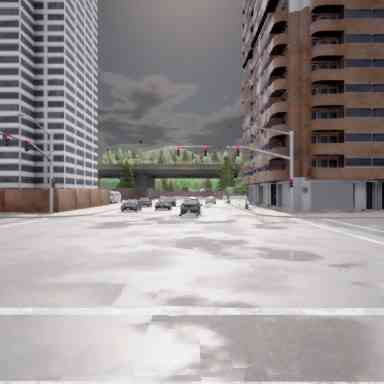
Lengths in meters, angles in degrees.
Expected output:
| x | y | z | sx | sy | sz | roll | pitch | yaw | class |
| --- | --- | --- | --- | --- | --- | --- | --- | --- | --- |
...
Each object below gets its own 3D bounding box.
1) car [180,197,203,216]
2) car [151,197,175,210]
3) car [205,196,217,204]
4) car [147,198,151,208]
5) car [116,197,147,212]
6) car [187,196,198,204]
| x | y | z | sx | sy | sz | roll | pitch | yaw | class |
| --- | --- | --- | --- | --- | --- | --- | --- | --- | --- |
| -0.096 | 1.505 | 32.398 | 1.837 | 1.490 | 4.892 | 1 | 0 | 4 | car |
| -3.590 | 1.547 | 42.289 | 2.033 | 1.411 | 5.357 | 0 | 0 | 0 | car |
| 3.514 | 1.526 | 63.150 | 1.812 | 1.442 | 4.674 | 0 | 0 | 0 | car |
| -7.078 | 1.547 | 49.773 | 2.033 | 1.411 | 5.357 | 0 | 0 | 0 | car |
| -7.091 | 1.547 | 39.420 | 2.033 | 1.411 | 5.357 | 0 | 0 | 0 | car |
| 0.014 | 1.564 | 63.149 | 1.994 | 1.385 | 4.181 | 0 | 0 | 0 | car |
